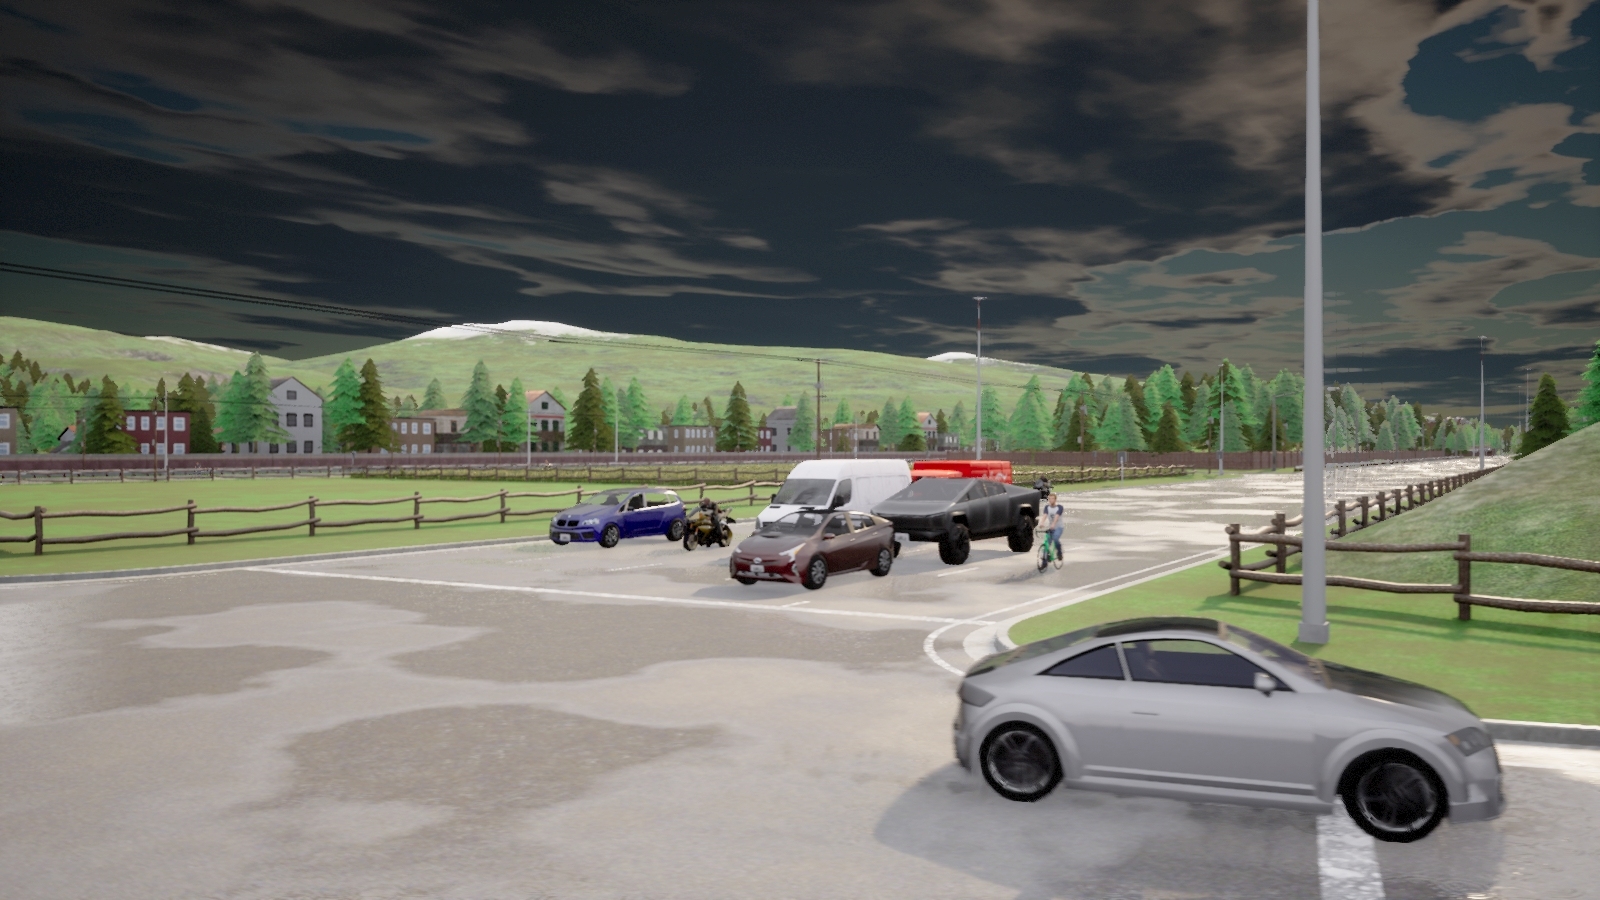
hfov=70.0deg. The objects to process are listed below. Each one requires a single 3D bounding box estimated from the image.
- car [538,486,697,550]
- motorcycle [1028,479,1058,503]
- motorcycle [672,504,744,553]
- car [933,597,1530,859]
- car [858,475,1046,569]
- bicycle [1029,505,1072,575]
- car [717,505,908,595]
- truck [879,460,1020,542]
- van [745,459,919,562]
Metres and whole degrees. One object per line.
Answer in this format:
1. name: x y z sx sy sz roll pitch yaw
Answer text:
1. car: -5.473 2.003 34.791 2.242 1.667 4.611 0 0 34
2. motorcycle: 13.297 2.232 62.532 0.867 1.251 2.209 0 0 34
3. motorcycle: -2.628 2.235 32.752 0.867 1.251 2.209 0 0 34
4. car: 3.384 2.122 9.493 4.181 1.385 1.994 0 0 20
5. car: 4.198 1.772 30.350 2.390 2.098 6.274 0 0 34
6. bicycle: 5.823 2.068 26.503 0.373 1.496 1.643 0 0 34
7. car: 0.382 2.059 24.679 2.007 1.525 4.514 0 0 33
8. truck: 5.070 1.588 38.066 2.627 2.467 5.204 0 0 33
9. van: 1.033 1.558 31.928 1.988 2.561 5.915 0 0 34
